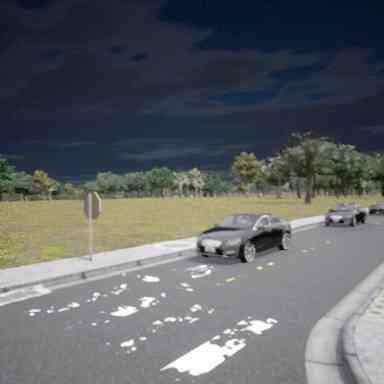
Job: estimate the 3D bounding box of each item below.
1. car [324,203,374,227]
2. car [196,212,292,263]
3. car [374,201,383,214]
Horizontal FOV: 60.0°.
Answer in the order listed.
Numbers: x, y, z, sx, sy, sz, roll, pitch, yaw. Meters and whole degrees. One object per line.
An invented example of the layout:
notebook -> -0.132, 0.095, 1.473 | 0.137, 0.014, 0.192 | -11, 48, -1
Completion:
car -> 10.758, 1.544, 23.151 | 2.128, 1.511, 4.902 | -1, -1, 39
car -> 2.092, 1.546, 12.417 | 2.128, 1.511, 4.902 | -1, -1, 39
car -> 19.432, 1.589, 33.881 | 2.033, 1.411, 5.357 | -1, -1, 39
